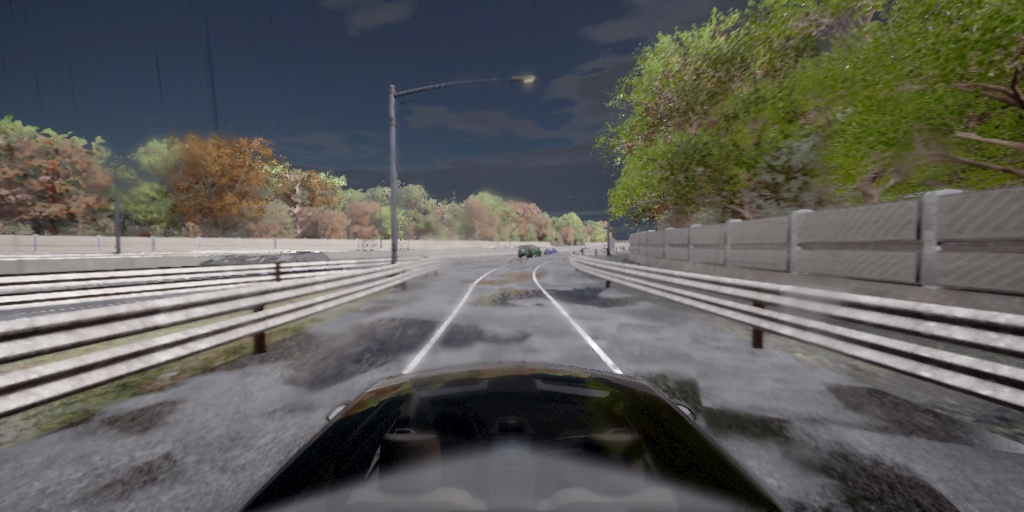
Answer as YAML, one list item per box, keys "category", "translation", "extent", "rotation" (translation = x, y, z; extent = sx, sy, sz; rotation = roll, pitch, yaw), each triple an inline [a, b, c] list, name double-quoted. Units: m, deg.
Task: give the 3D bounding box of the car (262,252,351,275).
- category: "car"
  translation: [-12.237, 0.558, 22.120]
  extent: [2.097, 1.767, 4.553]
  rotation: [0, 2, 25]

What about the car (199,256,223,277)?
- category: "car"
  translation: [-18.663, 0.665, 24.901]
  extent: [1.837, 1.490, 4.892]
  rotation: [0, 2, 25]

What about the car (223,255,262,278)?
- category: "car"
  translation: [-15.447, 0.689, 23.519]
  extent: [1.837, 1.490, 4.892]
  rotation: [0, 2, 25]

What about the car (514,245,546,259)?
- category: "car"
  translation: [2.748, -0.640, 54.342]
  extent: [2.150, 2.045, 5.566]
  rotation: [0, 2, 25]
